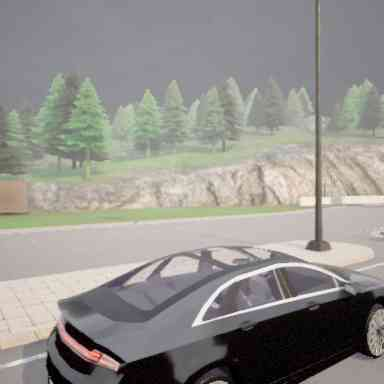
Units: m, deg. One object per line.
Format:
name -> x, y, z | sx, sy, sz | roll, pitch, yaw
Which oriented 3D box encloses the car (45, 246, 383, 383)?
car -> 0.774, 1.477, 4.299 | 4.902, 1.511, 2.128 | 0, 0, -36
